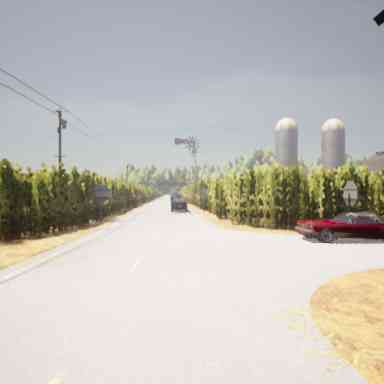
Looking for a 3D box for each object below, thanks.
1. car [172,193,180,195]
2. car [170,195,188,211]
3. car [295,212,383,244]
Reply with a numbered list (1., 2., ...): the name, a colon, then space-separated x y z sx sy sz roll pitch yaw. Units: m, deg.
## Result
1. car: -3.121 1.254 64.626 2.150 2.045 5.566 0 0 -4
2. car: -1.563 1.497 40.119 1.882 1.535 5.008 0 0 -4
3. car: 7.297 1.608 15.321 4.718 1.301 1.895 0 0 -3
